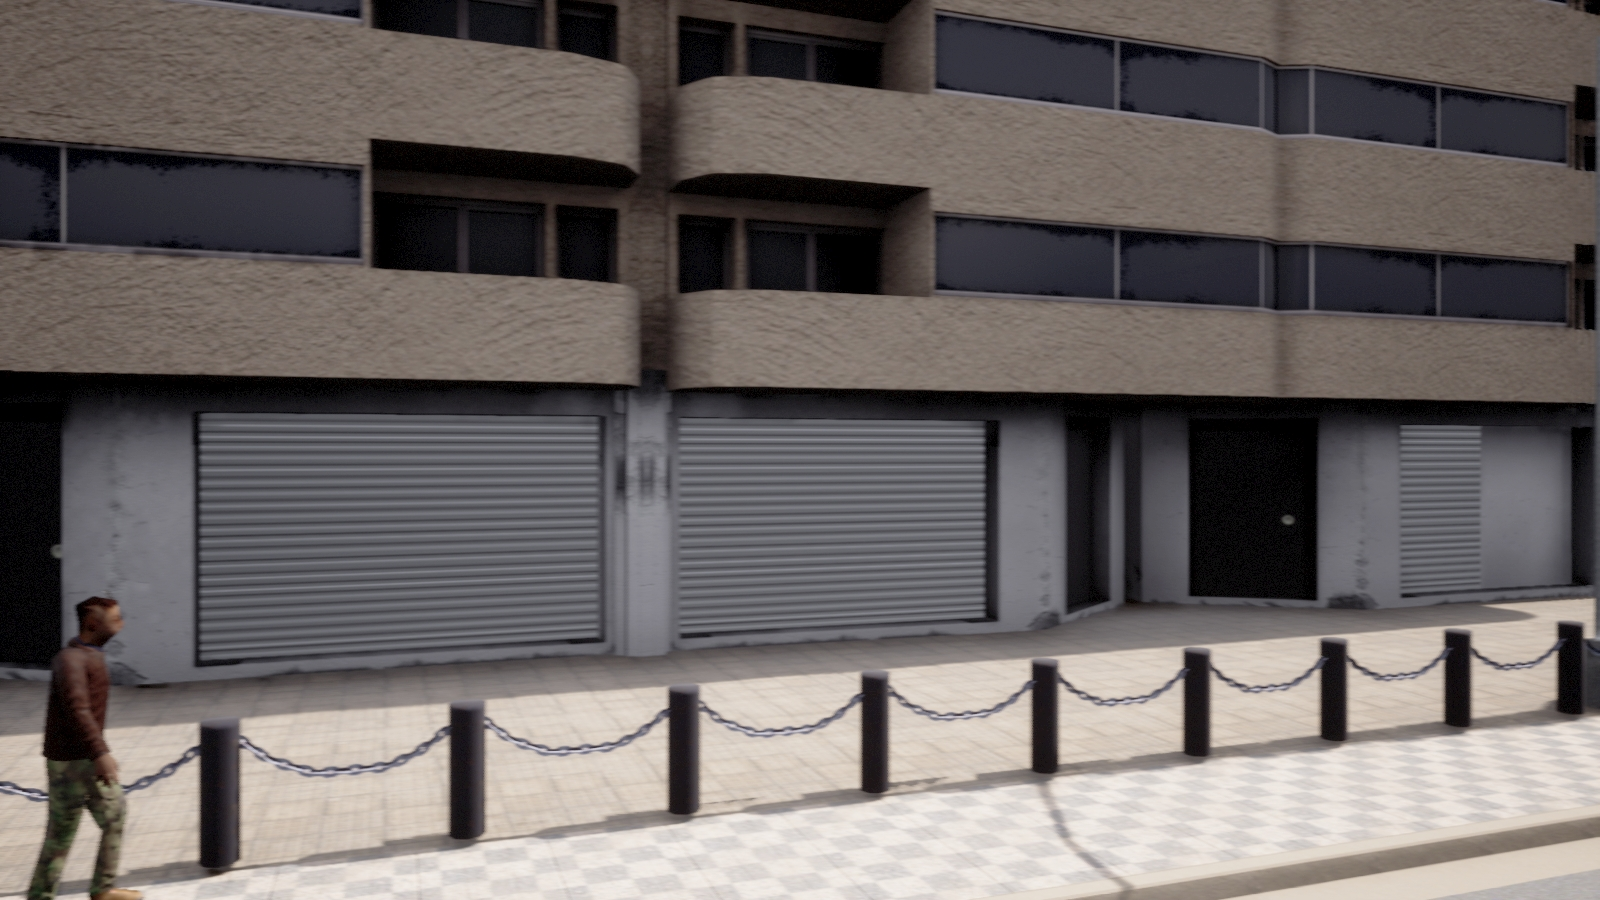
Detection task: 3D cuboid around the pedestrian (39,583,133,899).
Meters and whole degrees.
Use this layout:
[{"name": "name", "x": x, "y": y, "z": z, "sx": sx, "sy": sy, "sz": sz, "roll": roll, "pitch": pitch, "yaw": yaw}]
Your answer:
[{"name": "pedestrian", "x": -3.951, "y": 1.697, "z": 6.337, "sx": 0.375, "sy": 1.860, "sz": 0.375, "roll": 0, "pitch": 0, "yaw": -21}]
